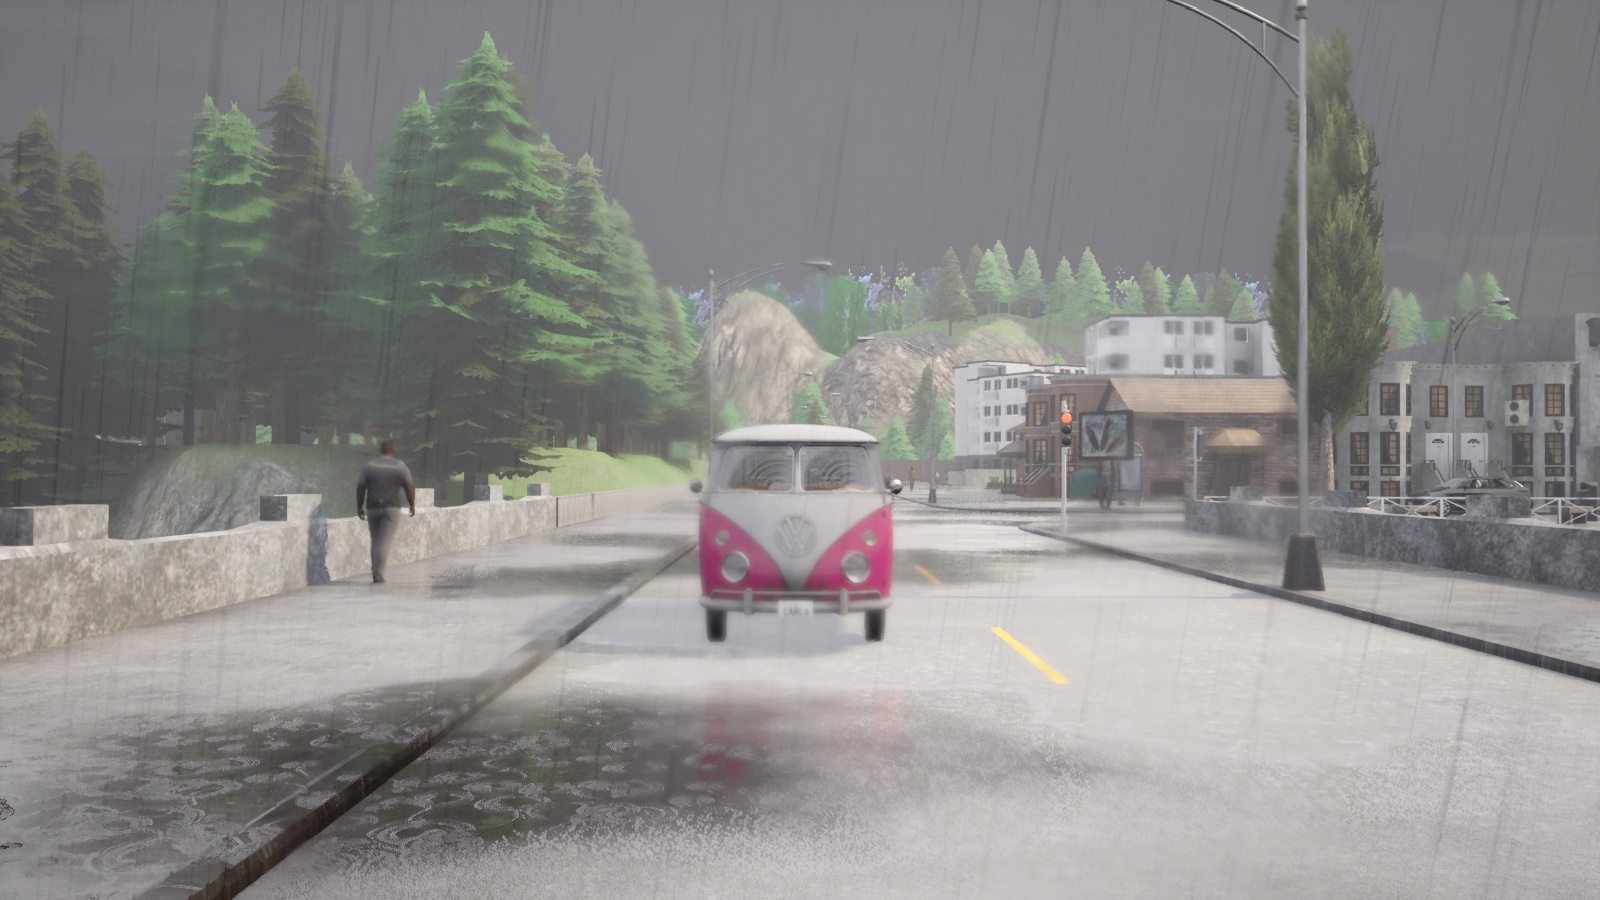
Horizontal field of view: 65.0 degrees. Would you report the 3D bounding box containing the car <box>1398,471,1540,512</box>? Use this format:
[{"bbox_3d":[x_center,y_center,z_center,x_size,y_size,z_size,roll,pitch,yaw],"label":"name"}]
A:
[{"bbox_3d":[24.318,1.497,45.737,4.193,1.474,1.816,0,-1,0],"label":"car"}]

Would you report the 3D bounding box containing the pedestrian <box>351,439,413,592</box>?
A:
[{"bbox_3d":[-5.286,0.812,15.918,0.563,1.883,0.849,0,-1,-5],"label":"pedestrian"}]

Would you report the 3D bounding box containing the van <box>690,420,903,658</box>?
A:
[{"bbox_3d":[-0.032,0.781,12.732,1.775,1.987,4.442,0,-1,0],"label":"van"}]
